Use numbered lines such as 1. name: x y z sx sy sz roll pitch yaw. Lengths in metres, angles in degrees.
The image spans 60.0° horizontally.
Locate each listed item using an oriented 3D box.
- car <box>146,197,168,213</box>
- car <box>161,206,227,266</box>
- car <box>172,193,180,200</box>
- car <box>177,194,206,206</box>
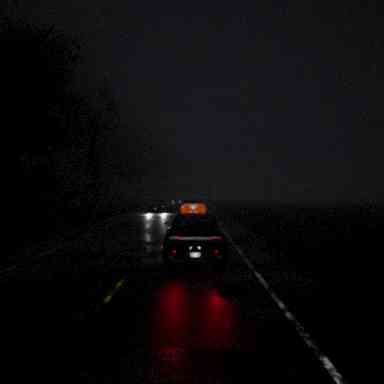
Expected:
1. car: -3.580 1.348 34.906 1.837 1.490 4.892 0 0 0
2. car: 0.096 1.444 11.305 2.128 1.511 4.902 0 0 0
3. car: -3.469 0.970 76.490 1.837 1.490 4.892 0 0 0
4. car: 0.104 1.228 27.919 2.097 1.767 4.553 0 0 0
